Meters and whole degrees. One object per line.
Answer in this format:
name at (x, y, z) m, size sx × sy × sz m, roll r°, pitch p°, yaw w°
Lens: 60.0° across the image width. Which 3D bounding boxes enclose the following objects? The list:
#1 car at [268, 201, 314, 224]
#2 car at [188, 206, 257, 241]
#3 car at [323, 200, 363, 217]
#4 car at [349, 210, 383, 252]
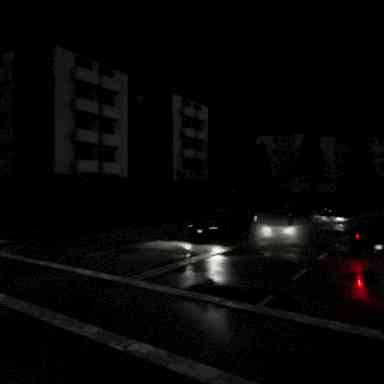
car at (7.457, 1.479, 24.857) m, size 1.882 × 1.535 × 5.008 m, roll 0°, pitch 0°, yaw 40°
car at (1.688, 1.506, 16.866) m, size 1.837 × 1.490 × 4.892 m, roll 0°, pitch 0°, yaw 34°
car at (14.523, 1.505, 31.817) m, size 4.892 × 1.490 × 1.837 m, roll 0°, pitch 0°, yaw -37°
car at (7.675, 1.601, 13.261) m, size 1.895 × 1.301 × 4.718 m, roll 0°, pitch 0°, yaw 35°
